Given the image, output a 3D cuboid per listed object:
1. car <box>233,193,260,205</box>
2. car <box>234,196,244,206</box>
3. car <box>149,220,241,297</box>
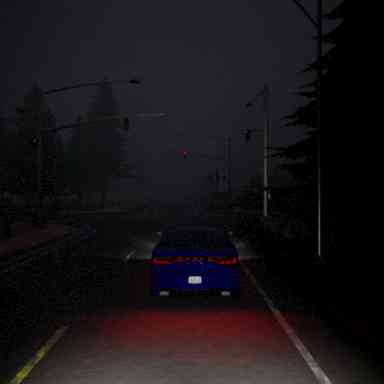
[{"bbox_3d":[8.546,1.111,52.089,3.866,1.878,1.905,0,0,0],"label":"car"},{"bbox_3d":[8.956,1.111,49.578,4.605,1.855,1.932,0,0,0],"label":"car"},{"bbox_3d":[0.079,1.472,8.626,1.882,1.535,5.008,0,0,1],"label":"car"}]
